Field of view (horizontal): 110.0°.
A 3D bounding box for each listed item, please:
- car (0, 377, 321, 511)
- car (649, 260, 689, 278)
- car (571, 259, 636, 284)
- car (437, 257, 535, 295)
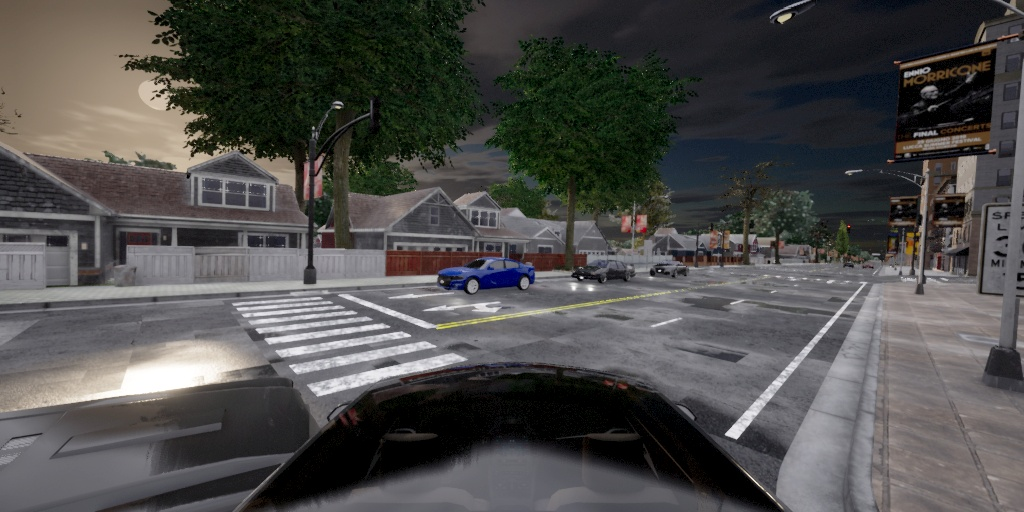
[{"bbox_3d":[-3.315,1.283,1.331,4.718,1.301,1.895,1,2,-34],"label":"car"},{"bbox_3d":[13.347,1.027,30.300,4.181,1.385,1.994,1,2,-44],"label":"car"},{"bbox_3d":[6.125,0.940,23.404,5.357,1.411,2.033,1,2,-44],"label":"car"},{"bbox_3d":[-1.065,0.803,16.509,5.008,1.535,1.882,0,2,-44],"label":"car"}]
